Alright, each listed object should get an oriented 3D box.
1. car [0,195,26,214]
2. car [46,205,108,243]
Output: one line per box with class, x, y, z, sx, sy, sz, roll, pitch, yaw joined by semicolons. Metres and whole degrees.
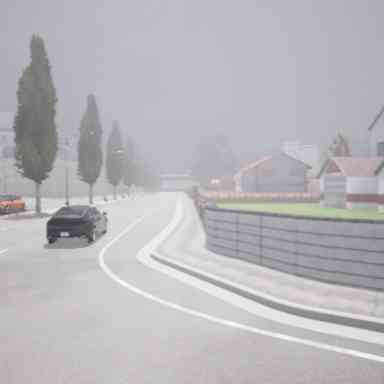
car;-17.440;1.092;31.016;2.097;1.767;4.553;0;1;-2
car;-5.116;1.368;15.277;1.837;1.490;4.892;-1;1;-4
